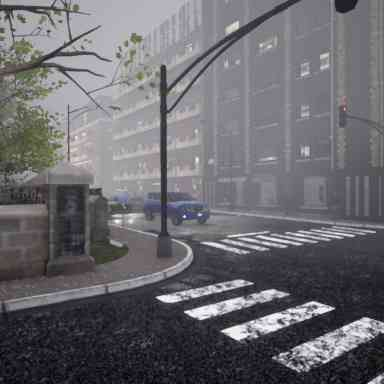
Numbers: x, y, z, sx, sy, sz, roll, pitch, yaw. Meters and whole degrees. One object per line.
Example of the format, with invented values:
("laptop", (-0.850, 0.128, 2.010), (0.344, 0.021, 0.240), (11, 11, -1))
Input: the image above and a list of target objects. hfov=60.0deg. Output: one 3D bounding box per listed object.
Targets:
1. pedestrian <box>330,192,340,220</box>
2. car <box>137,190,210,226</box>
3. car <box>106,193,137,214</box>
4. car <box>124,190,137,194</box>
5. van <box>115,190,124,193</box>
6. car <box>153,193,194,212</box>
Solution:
("pedestrian", (9.418, 0.902, 21.923), (0.375, 1.860, 0.375), (1, -1, -36))
("car", (-1.179, 0.926, 21.607), (2.150, 2.045, 5.566), (0, 1, -36))
("car", (-6.840, 1.098, 29.334), (1.994, 1.385, 4.181), (0, 1, -36))
("car", (-5.120, 0.727, 36.806), (2.192, 1.841, 5.009), (1, 1, -36))
("van", (-8.386, 0.655, 41.261), (1.690, 1.788, 3.998), (1, 1, -36))
("car", (-1.858, 0.950, 32.353), (1.967, 1.590, 4.097), (1, 1, -36))
